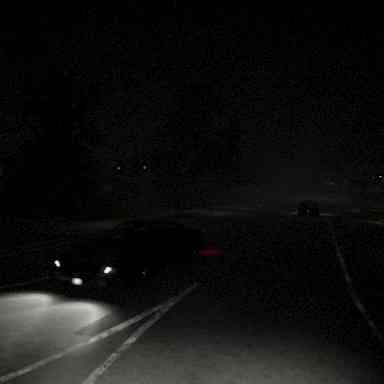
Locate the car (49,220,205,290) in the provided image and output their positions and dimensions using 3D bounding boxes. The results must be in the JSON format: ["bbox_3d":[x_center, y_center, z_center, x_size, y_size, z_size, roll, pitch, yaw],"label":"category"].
[{"bbox_3d":[-1.349,1.523,9.471,2.033,1.411,5.357,1,0,24],"label":"car"}]

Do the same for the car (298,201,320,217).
[{"bbox_3d":[11.609,1.618,32.970,1.882,1.535,5.008,1,0,21],"label":"car"}]
